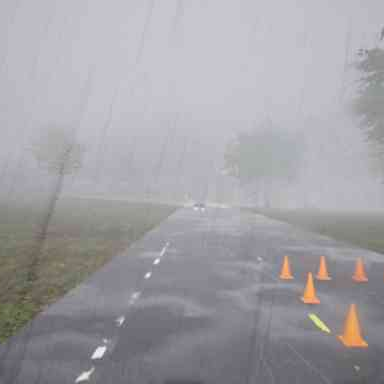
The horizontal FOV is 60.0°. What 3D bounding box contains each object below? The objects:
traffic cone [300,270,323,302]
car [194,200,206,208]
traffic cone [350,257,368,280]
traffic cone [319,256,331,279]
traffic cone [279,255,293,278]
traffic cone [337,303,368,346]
[{"bbox_3d":[2.539,2.031,7.166,0.340,0.580,0.340,1,0,1],"label":"traffic cone"},{"bbox_3d":[1.365,2.158,59.441,1.994,1.385,4.181,1,-1,1],"label":"car"},{"bbox_3d":[4.587,2.078,9.117,0.340,0.580,0.340,1,0,1],"label":"traffic cone"},{"bbox_3d":[3.587,2.060,9.141,0.340,0.580,0.340,1,0,1],"label":"traffic cone"},{"bbox_3d":[2.588,2.042,9.165,0.340,0.580,0.340,1,0,1],"label":"traffic cone"},{"bbox_3d":[2.491,2.021,5.166,0.340,0.580,0.340,1,0,1],"label":"traffic cone"}]
